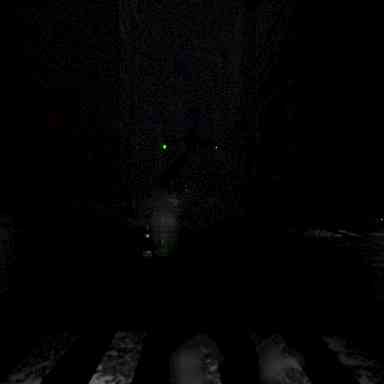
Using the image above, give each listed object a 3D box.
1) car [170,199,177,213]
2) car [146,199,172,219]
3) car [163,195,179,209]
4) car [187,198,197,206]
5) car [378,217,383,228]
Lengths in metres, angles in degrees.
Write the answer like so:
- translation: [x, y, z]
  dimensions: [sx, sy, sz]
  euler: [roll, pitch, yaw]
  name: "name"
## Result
- translation: [-3.181, 1.836, 41.224]
  dimensions: [1.895, 1.301, 4.718]
  euler: [0, 0, 0]
  name: "car"
- translation: [-3.159, 1.704, 31.265]
  dimensions: [1.812, 1.442, 4.674]
  euler: [0, 0, -1]
  name: "car"
- translation: [-3.185, 1.518, 51.817]
  dimensions: [2.150, 2.045, 5.566]
  euler: [0, 0, 0]
  name: "car"
- translation: [0.004, 1.895, 60.925]
  dimensions: [2.033, 1.411, 5.357]
  euler: [0, 0, 0]
  name: "car"
- translation: [13.526, 1.766, 19.237]
  dimensions: [4.718, 1.301, 1.895]
  euler: [0, 0, 0]
  name: "car"
